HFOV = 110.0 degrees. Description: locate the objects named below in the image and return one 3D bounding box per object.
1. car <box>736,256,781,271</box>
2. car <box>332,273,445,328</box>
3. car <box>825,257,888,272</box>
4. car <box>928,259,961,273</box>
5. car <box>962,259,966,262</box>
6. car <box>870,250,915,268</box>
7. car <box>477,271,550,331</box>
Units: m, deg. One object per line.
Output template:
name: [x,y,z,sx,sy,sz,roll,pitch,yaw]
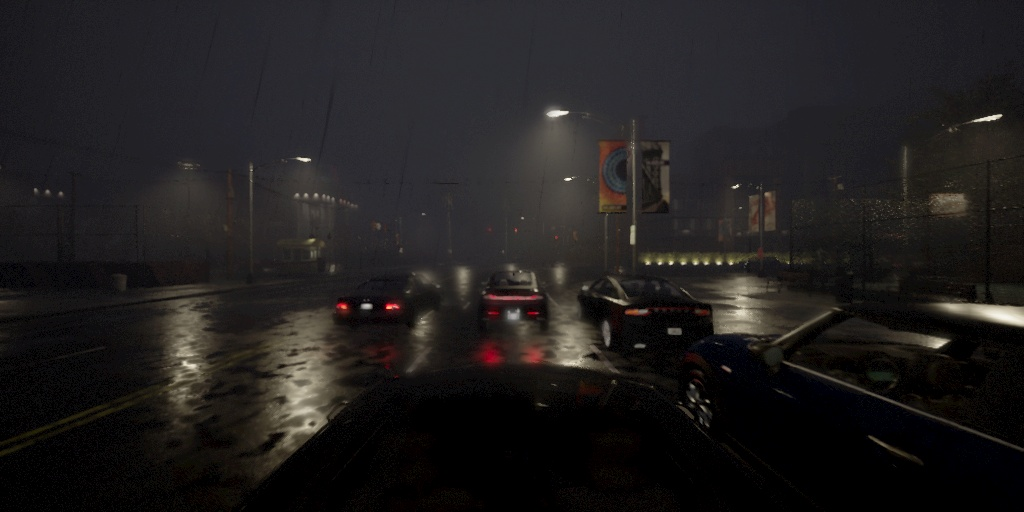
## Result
car: [29.597,0.846,43.185,4.553,1.767,2.097,0,0,0]
car: [-3.441,1.239,11.042,2.033,1.411,5.357,0,0,0]
car: [37.697,1.063,39.736,5.357,1.411,2.033,0,0,0]
car: [45.171,1.028,36.238,4.902,1.511,2.128,0,0,-1]
car: [45.203,1.105,32.739,5.357,1.411,2.033,0,0,-1]
car: [45.077,0.333,43.234,5.566,2.045,2.150,0,0,-1]
car: [0.056,1.185,10.777,2.128,1.511,4.902,0,0,0]
